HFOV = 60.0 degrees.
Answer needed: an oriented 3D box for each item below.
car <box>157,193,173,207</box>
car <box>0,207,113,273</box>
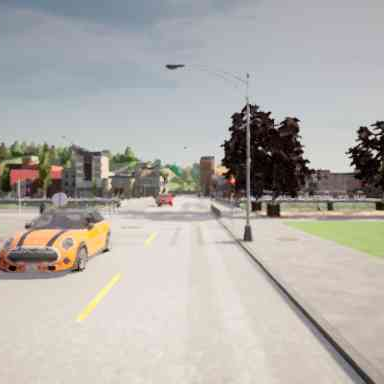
[{"bbox_3d":[-3.996,1.221,50.448,2.150,2.045,5.566,0,1,0],"label":"car"},{"bbox_3d":[-4.064,1.348,10.702,2.097,1.767,4.553,0,0,0],"label":"car"}]
